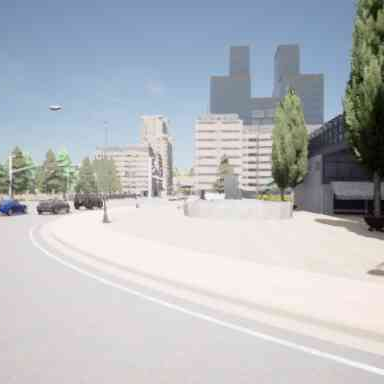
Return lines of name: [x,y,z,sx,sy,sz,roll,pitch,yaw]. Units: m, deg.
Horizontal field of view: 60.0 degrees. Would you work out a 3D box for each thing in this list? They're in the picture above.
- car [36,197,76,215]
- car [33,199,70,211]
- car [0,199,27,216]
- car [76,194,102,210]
car: [-14.303,1.514,34.494,2.128,1.511,4.902,0,0,1]
car: [-17.441,1.572,41.656,2.033,1.411,5.357,0,0,4]
car: [-17.722,1.460,32.078,1.882,1.535,5.008,1,0,-2]
car: [-13.758,1.289,44.133,2.150,2.045,5.566,0,0,4]
